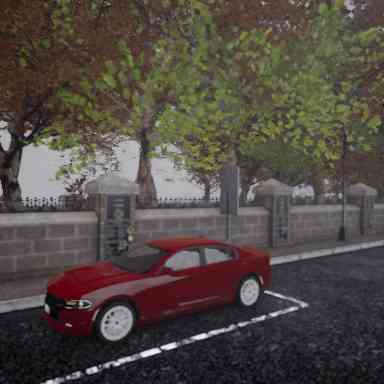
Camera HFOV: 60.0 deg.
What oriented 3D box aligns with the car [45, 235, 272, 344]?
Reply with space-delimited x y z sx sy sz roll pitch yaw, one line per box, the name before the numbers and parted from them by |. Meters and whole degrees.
car | -0.400 1.568 6.432 4.507 1.381 1.887 0 0 -36
